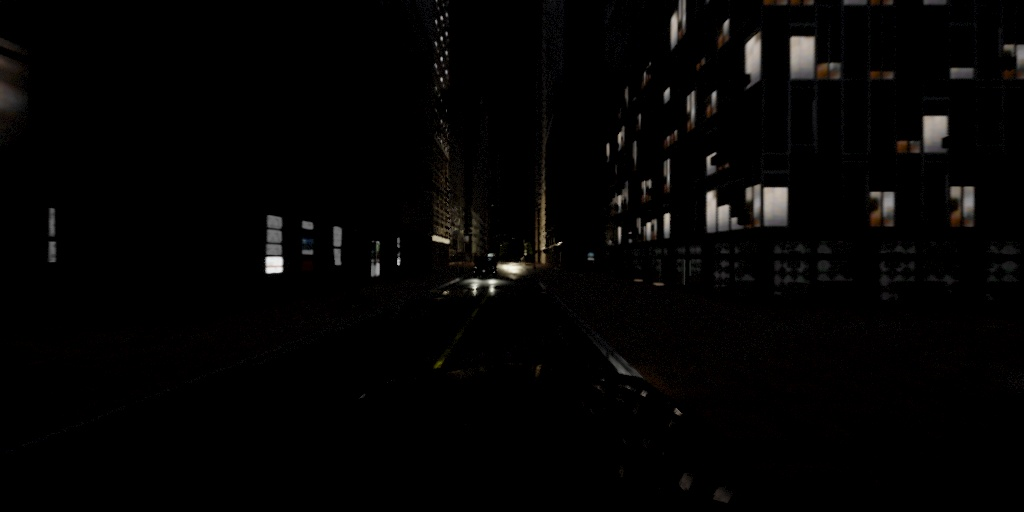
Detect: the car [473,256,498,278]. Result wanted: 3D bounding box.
[{"bbox_3d":[-2.524,1.031,35.272,2.150,2.045,5.566,0,0,0],"label":"car"}]
